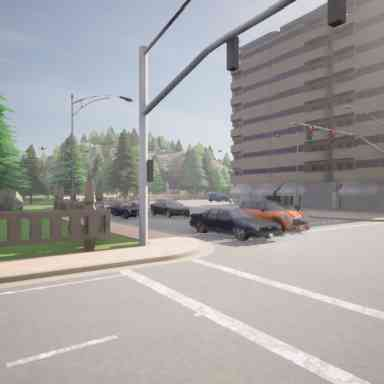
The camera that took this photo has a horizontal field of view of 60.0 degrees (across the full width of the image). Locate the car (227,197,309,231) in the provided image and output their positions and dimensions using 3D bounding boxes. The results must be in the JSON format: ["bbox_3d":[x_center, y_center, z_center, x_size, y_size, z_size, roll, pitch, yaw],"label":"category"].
[{"bbox_3d":[4.457,1.296,19.259,2.097,1.767,4.553,0,0,-34],"label":"car"}]

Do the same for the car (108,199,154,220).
[{"bbox_3d":[-5.183,1.546,27.607,1.895,1.301,4.718,0,0,-30],"label":"car"}]

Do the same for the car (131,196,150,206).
[{"bbox_3d":[-8.177,1.451,53.122,1.837,1.490,4.892,0,0,4],"label":"car"}]

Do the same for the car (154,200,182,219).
[{"bbox_3d":[-2.009,1.422,29.120,1.882,1.535,5.008,0,0,-30],"label":"car"}]

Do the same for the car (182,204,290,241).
[{"bbox_3d":[1.945,1.495,16.691,2.033,1.411,5.357,0,0,-35],"label":"car"}]

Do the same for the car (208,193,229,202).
[{"bbox_3d":[5.737,1.170,71.222,2.150,2.045,5.566,0,0,40],"label":"car"}]

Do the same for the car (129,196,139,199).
[{"bbox_3d":[-6.900,1.296,40.493,2.097,1.767,4.553,0,0,-13],"label":"car"}]

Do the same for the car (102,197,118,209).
[{"bbox_3d":[-10.043,1.437,38.685,2.128,1.511,4.902,0,0,-14],"label":"car"}]
